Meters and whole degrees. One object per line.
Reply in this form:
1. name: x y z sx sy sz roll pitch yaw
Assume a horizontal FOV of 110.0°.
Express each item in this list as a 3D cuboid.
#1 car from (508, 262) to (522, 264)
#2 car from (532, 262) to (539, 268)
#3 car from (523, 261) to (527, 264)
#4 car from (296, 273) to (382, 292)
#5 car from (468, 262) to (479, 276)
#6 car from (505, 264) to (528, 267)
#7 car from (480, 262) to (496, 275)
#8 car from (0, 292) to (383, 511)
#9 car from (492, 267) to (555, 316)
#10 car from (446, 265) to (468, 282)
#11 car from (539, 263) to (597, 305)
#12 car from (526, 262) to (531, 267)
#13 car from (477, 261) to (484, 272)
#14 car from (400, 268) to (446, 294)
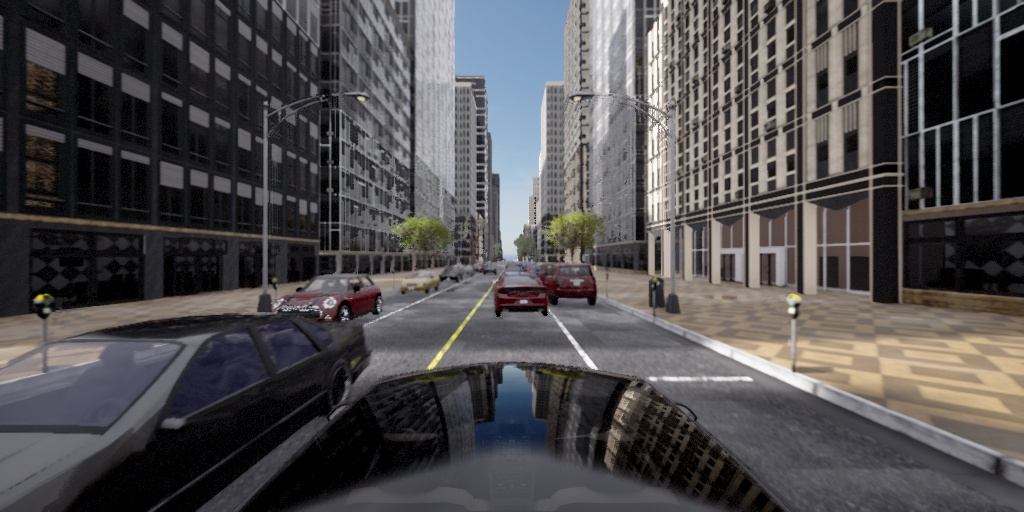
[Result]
1. car: 0.095 1.762 53.363 2.097 1.767 4.553 0 -1 0
2. car: 2.687 1.336 22.841 2.192 1.841 5.009 0 0 0
3. car: 2.685 1.751 45.573 1.967 1.591 4.097 0 0 0
4. car: -5.692 1.316 11.473 1.967 1.591 4.097 0 0 0
5. car: -5.695 1.862 45.573 2.007 1.370 4.403 0 0 0
6. car: 0.094 1.675 31.074 2.033 1.411 5.357 0 -1 0
7. car: -3.005 1.893 50.406 1.837 1.490 4.892 0 -1 0
8. car: -3.101 1.318 3.304 2.033 1.411 5.357 0 -1 0
9. car: 0.257 1.390 14.367 1.882 1.535 5.008 0 0 -3
10. car: -5.695 1.733 34.206 1.948 1.339 4.313 0 0 0
11. car: 2.688 1.263 17.157 2.192 1.841 5.009 0 0 0
12. car: 2.687 1.607 34.207 1.967 1.591 4.097 0 0 0
13. car: -5.696 1.895 56.939 1.967 1.591 4.097 0 0 0
14. car: -5.693 1.547 22.670 1.751 1.417 4.829 0 0 0
